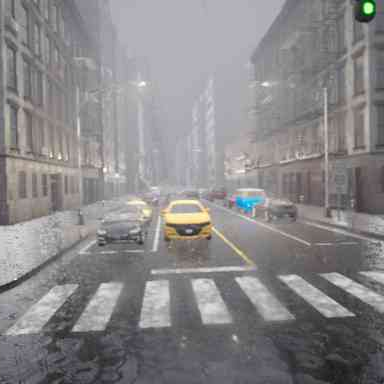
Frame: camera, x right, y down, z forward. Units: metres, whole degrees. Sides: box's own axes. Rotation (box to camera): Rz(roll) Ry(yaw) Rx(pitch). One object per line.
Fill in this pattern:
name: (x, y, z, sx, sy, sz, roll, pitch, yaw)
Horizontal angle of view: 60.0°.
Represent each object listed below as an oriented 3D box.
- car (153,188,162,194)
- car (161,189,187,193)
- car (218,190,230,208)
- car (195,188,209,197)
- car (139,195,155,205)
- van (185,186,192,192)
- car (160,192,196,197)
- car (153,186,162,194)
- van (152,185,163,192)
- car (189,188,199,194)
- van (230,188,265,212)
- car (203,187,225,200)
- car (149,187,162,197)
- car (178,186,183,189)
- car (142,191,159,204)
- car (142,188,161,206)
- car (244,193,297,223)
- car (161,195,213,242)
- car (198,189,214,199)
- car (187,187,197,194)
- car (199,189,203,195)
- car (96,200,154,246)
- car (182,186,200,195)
car: (-8.129, -0.192, 78.314, 2.008, 1.369, 4.403, -1, 1, -5)
car: (-1.921, 0.760, 34.614, 1.994, 1.385, 4.181, -1, 1, -4)
car: (3.912, 0.756, 30.493, 1.802, 1.307, 4.206, -1, 1, -5)
car: (1.695, 0.082, 57.594, 1.752, 1.417, 4.829, -1, 1, -5)
car: (-3.199, 1.133, 18.895, 1.752, 1.417, 4.829, -1, 1, -5)
van: (-0.939, -0.834, 89.743, 1.690, 1.788, 3.998, -1, 1, -5)
car: (-1.111, 0.970, 24.638, 2.033, 1.411, 5.357, -1, 1, -5)
car: (-8.581, -0.551, 83.695, 2.192, 1.841, 5.009, -1, 1, -5)
van: (-6.346, 0.088, 56.763, 1.690, 1.788, 3.998, -1, 1, -5)
car: (0.387, -0.262, 73.587, 1.887, 1.381, 4.507, -1, 1, -5)
van: (4.348, 0.637, 25.100, 1.690, 1.788, 3.998, -1, 1, -5)
car: (3.026, 0.244, 41.260, 2.192, 1.841, 5.009, -1, 1, -5)
car: (-6.793, -0.060, 62.149, 2.192, 1.841, 5.009, -1, 1, -5)
car: (-0.882, 0.097, 57.838, 2.128, 1.511, 4.902, -1, 1, -5)
car: (-4.987, 0.643, 40.440, 1.752, 1.417, 4.829, -1, 1, -5)
car: (-4.556, 0.676, 35.221, 1.967, 1.590, 4.097, -1, 1, -5)
car: (4.793, 0.970, 19.718, 2.008, 1.369, 4.403, -1, 1, -5)
car: (-0.313, 1.125, 14.793, 1.882, 1.535, 5.008, -1, 1, -5)
car: (2.149, 0.234, 52.040, 2.008, 1.369, 4.403, -1, 1, -5)
car: (-0.053, -0.364, 78.974, 1.947, 1.339, 4.313, -1, 1, -5)
car: (2.590, 0.372, 46.653, 1.947, 1.339, 4.313, -1, 1, -5)
car: (-2.766, 1.277, 13.679, 2.008, 1.369, 4.403, -1, 1, -5)
car: (-0.042, 0.344, 47.572, 1.837, 1.490, 4.892, -1, 1, -4)
